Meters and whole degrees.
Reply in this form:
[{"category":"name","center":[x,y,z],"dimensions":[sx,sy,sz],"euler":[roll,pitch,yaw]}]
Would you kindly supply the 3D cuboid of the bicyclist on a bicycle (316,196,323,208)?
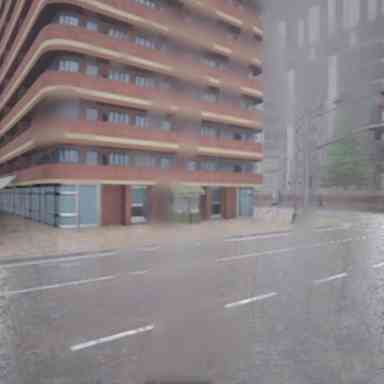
[{"category":"bicyclist on a bicycle","center":[18.311,1.422,47.682],"dimensions":[1.656,1.620,0.582],"euler":[0,0,-37]}]
